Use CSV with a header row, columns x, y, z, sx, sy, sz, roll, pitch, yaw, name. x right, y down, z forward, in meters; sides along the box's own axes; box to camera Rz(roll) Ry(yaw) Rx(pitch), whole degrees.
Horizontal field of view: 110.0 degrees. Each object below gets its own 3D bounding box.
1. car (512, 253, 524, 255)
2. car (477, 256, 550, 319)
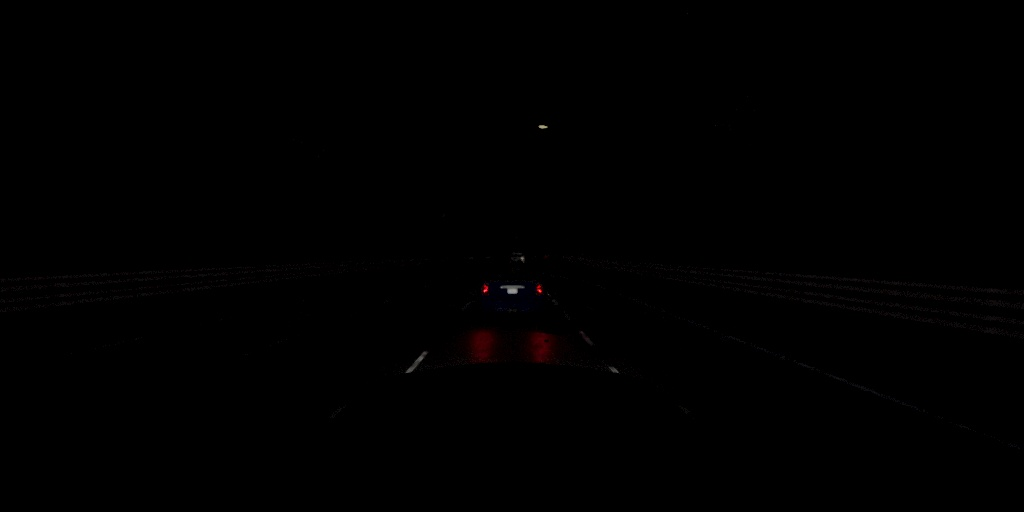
x,y,z,sx,sy,sz,roll,pitch,yaw,name
0.906,0.591,52.486,2.150,2.045,5.566,0,0,3,car
0.018,1.019,12.509,2.097,1.767,4.553,0,0,0,car
